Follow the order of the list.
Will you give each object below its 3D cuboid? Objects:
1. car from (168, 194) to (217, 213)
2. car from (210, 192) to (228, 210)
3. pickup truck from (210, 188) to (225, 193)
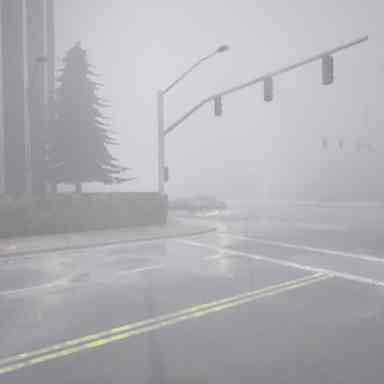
[{"bbox_3d":[-0.368,1.204,32.139,2.033,1.411,5.357,-1,1,-36],"label":"car"},{"bbox_3d":[1.718,1.092,35.220,1.837,1.490,4.892,-1,2,-36],"label":"car"},{"bbox_3d":[4.949,0.274,65.116,2.390,2.098,6.274,-1,1,-6],"label":"pickup truck"}]
